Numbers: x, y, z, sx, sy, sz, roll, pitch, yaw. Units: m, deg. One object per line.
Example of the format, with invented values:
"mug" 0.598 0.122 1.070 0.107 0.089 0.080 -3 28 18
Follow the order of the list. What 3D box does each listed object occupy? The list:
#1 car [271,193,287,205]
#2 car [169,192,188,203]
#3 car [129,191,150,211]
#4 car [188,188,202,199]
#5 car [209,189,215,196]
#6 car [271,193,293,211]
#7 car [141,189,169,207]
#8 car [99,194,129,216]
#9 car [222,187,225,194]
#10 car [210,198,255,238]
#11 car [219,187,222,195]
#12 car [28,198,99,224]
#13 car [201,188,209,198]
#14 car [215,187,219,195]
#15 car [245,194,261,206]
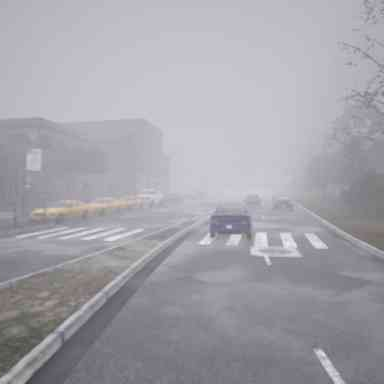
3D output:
"car" 11.407 0.876 43.794 1.994 1.385 4.181 0 1 13
"car" -2.598 0.764 49.976 2.163 1.488 4.792 0 1 13
"car" -6.332 1.025 33.542 1.946 1.575 5.366 0 1 13
"car" -0.137 0.542 60.785 2.231 1.521 4.892 0 1 13
"car" 3.114 0.283 75.336 2.231 1.521 4.892 0 1 14
"car" 8.730 1.049 32.113 1.812 1.442 4.674 0 1 14
"car" -5.043 0.675 39.201 2.435 2.045 5.566 0 1 13
"car" -7.557 1.121 28.155 1.946 1.575 5.366 0 1 13
"car" 7.141 -0.033 92.797 1.946 1.575 5.366 0 1 13
"car" 2.055 1.300 16.712 1.882 1.535 5.008 0 1 11
"car" 5.963 -0.064 87.619 2.185 1.767 4.553 0 1 13
"car" -8.791 1.220 22.773 1.946 1.575 5.366 0 1 13
"car" 1.078 0.194 66.134 2.435 2.045 5.566 0 1 13
"car" 4.691 0.159 82.023 1.946 1.575 5.366 0 1 13
"car" 7.527 0.946 41.200 1.994 1.385 4.181 0 1 13
